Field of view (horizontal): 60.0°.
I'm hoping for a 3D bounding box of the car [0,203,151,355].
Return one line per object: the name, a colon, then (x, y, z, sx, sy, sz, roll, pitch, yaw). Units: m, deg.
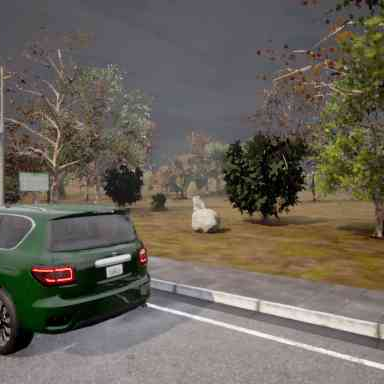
car: (-3.298, 1.221, 6.321, 5.566, 2.045, 2.150, 0, 0, 35)
